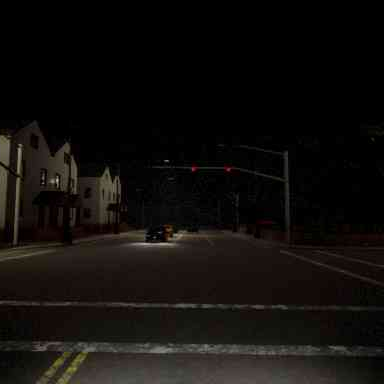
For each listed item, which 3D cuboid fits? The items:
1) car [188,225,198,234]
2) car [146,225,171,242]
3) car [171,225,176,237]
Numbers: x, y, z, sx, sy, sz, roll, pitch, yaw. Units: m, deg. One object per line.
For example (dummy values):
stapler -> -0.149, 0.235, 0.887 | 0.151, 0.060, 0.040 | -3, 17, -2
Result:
car -> 0.163, 6.476, 57.862 | 2.033, 1.411, 5.357 | 0, -5, 0
car -> -3.502, 4.247, 33.647 | 1.837, 1.490, 4.892 | 0, -5, 0
car -> -3.474, 5.120, 43.684 | 1.882, 1.535, 5.008 | 0, -5, 0
